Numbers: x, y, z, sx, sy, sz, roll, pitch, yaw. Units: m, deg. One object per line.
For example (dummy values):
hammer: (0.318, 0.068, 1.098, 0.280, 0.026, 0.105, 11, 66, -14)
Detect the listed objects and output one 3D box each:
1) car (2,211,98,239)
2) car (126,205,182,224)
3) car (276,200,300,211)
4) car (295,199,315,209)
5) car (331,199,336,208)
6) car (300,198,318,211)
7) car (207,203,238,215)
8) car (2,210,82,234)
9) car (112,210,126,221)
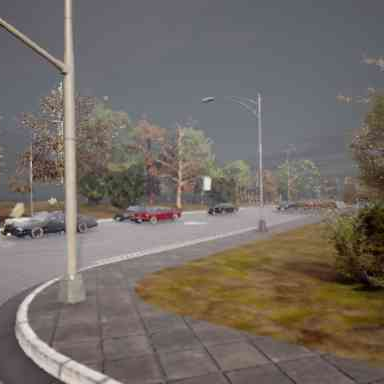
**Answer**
car: (-8.163, 1.853, 19.789, 2.033, 1.411, 5.357, -2, -1, 34)
car: (-2.919, 1.916, 27.816, 1.895, 1.301, 4.718, -2, -1, 32)
car: (13.424, 1.946, 46.812, 1.895, 1.301, 4.718, -2, -1, 32)
car: (18.877, 1.903, 55.396, 1.882, 1.535, 5.008, -2, -1, 33)
car: (22.128, 1.855, 53.976, 1.837, 1.490, 4.892, -2, -1, 33)
car: (16.736, 1.623, 45.513, 2.097, 1.767, 4.553, -2, -1, 32)
car: (3.525, 1.955, 37.999, 1.895, 1.301, 4.718, -2, -1, 32)
car: (-10.220, 1.987, 23.015, 1.895, 1.301, 4.718, -2, -1, 33)
car: (-4.969, 1.945, 31.109, 2.033, 1.411, 5.357, -2, -1, 32)
